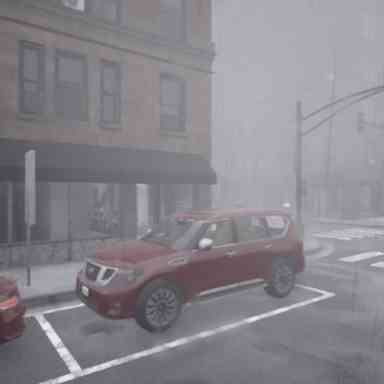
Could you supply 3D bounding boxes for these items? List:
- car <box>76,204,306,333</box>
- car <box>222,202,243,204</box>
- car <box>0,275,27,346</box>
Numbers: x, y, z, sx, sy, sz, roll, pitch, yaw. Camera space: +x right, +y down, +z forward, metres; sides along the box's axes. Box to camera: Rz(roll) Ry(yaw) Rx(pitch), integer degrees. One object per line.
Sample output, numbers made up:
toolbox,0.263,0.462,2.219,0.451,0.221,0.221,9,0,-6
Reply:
car,0.284,1.313,6.969,5.009,1.841,2.192,0,0,-35
car,3.079,1.480,23.236,1.882,1.535,5.008,0,0,-35
car,-4.212,1.582,3.762,4.206,1.307,1.802,0,0,-35
